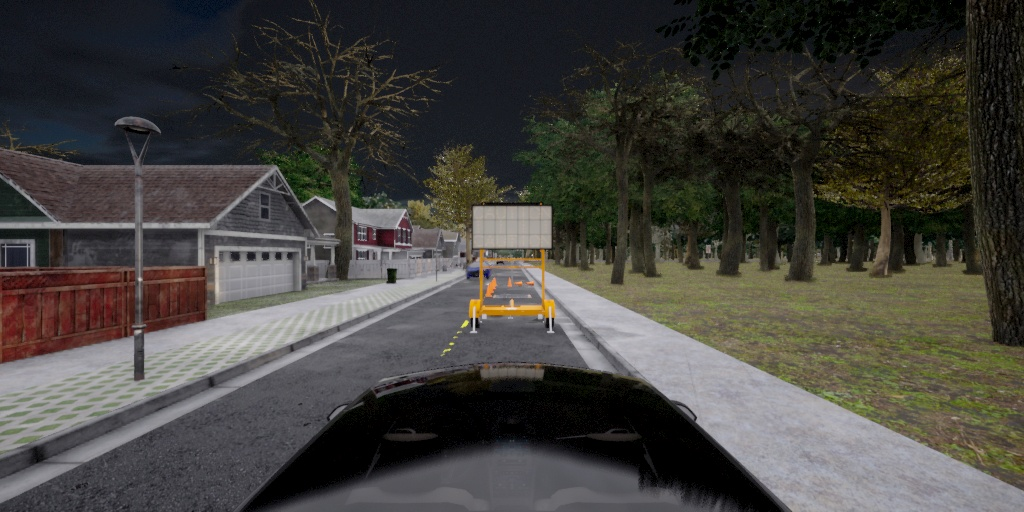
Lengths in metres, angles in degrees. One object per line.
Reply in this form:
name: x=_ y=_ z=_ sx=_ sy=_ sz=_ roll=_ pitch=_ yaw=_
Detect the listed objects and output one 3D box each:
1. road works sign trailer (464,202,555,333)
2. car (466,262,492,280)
road works sign trailer: x=0.009 y=0.214 z=10.705 sx=2.380 sy=3.560 sz=2.880 roll=0 pitch=0 yaw=0
car: x=-2.823 y=1.234 z=31.190 sx=1.882 sy=1.535 sz=5.008 roll=0 pitch=0 yaw=0
